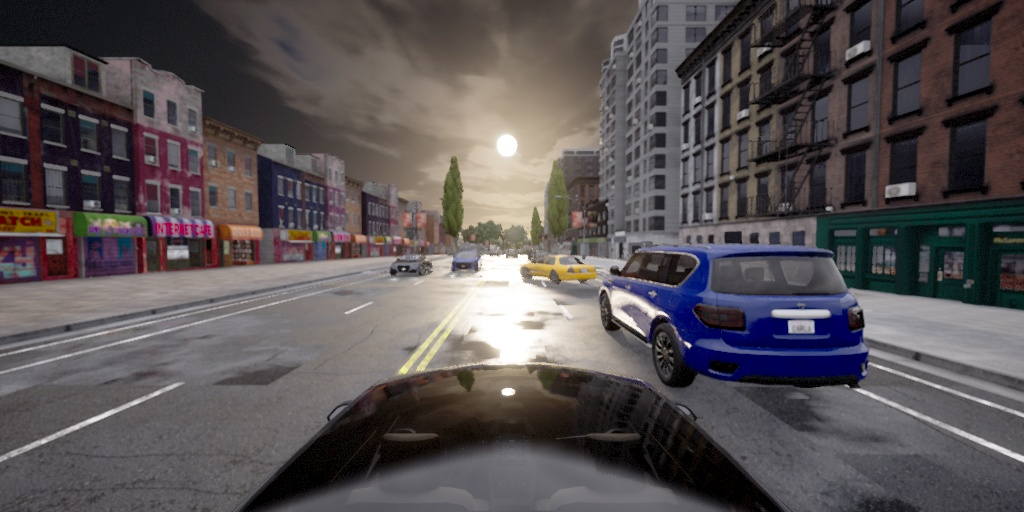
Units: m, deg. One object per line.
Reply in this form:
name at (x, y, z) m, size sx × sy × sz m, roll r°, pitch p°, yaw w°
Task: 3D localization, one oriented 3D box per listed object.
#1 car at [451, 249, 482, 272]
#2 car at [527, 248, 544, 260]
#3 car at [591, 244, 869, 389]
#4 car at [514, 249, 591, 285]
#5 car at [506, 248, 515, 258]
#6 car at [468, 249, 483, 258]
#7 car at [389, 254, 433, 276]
car at (-3.357, 0.349, 27.200) m, size 1.882 × 1.535 × 5.008 m, roll 0°, pitch 2°, yaw 0°
car at (3.232, -0.324, 50.680) m, size 2.033 × 1.649 × 4.856 m, roll 0°, pitch 1°, yaw 0°
car at (3.248, 0.796, 6.711) m, size 2.150 × 2.045 × 5.566 m, roll 0°, pitch 2°, yaw 0°
car at (2.272, 0.591, 19.294) m, size 1.801 × 1.575 × 5.366 m, roll -1°, pitch 2°, yaw -26°
car at (-0.004, -0.403, 61.561) m, size 1.994 × 1.385 × 4.181 m, roll 0°, pitch 1°, yaw 0°
car at (-6.560, -0.527, 64.520) m, size 2.128 × 1.511 × 4.902 m, roll 0°, pitch 1°, yaw 1°
car at (-6.606, 0.545, 23.836) m, size 1.994 × 1.385 × 4.181 m, roll 0°, pitch 2°, yaw 0°
